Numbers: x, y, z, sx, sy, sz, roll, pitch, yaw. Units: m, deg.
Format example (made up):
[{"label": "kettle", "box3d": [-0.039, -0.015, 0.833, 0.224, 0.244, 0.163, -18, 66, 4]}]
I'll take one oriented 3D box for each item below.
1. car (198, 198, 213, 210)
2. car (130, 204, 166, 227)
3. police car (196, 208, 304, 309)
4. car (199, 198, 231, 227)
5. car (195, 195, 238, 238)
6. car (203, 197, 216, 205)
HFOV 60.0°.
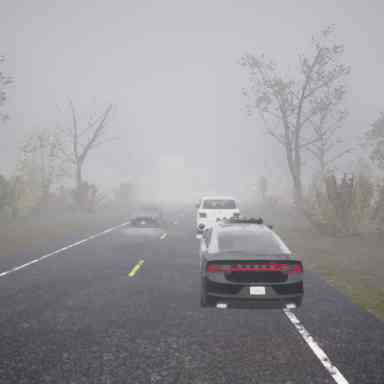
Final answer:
[{"label": "car", "box3d": [1.931, 1.582, 46.345, 1.837, 1.490, 4.892, 0, 0, 5]}, {"label": "car", "box3d": [-2.953, 1.561, 23.516, 2.033, 1.411, 5.357, 0, 0, 2]}, {"label": "police car", "box3d": [1.127, 1.428, 8.088, 1.930, 1.638, 5.238, 0, 0, 1]}, {"label": "car", "box3d": [1.584, 1.365, 23.870, 2.097, 1.767, 4.553, 0, 0, 2]}, {"label": "car", "box3d": [1.367, 1.232, 17.961, 2.150, 2.045, 5.566, 0, 0, 2]}, {"label": "car", "box3d": [3.382, 1.707, 63.426, 2.033, 1.411, 5.357, 0, 0, 6]}]
